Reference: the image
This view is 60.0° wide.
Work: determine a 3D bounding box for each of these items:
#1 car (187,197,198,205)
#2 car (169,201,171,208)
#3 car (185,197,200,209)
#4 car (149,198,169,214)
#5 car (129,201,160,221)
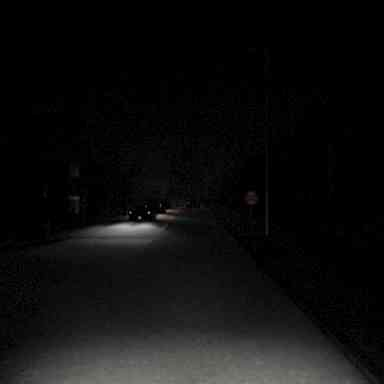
[{"bbox_3d":[0.138,1.776,66.730,2.033,1.411,5.357,0,0,0],"label":"car"},{"bbox_3d":[-4.044,1.688,47.349,1.812,1.442,4.674,0,0,0],"label":"car"},{"bbox_3d":[0.125,1.693,48.618,1.812,1.442,4.674,0,0,0],"label":"car"},{"bbox_3d":[-4.078,1.480,37.195,2.097,1.767,4.553,0,0,0],"label":"car"},{"bbox_3d":[-4.091,1.698,28.232,1.895,1.301,4.718,0,0,0],"label":"car"}]
